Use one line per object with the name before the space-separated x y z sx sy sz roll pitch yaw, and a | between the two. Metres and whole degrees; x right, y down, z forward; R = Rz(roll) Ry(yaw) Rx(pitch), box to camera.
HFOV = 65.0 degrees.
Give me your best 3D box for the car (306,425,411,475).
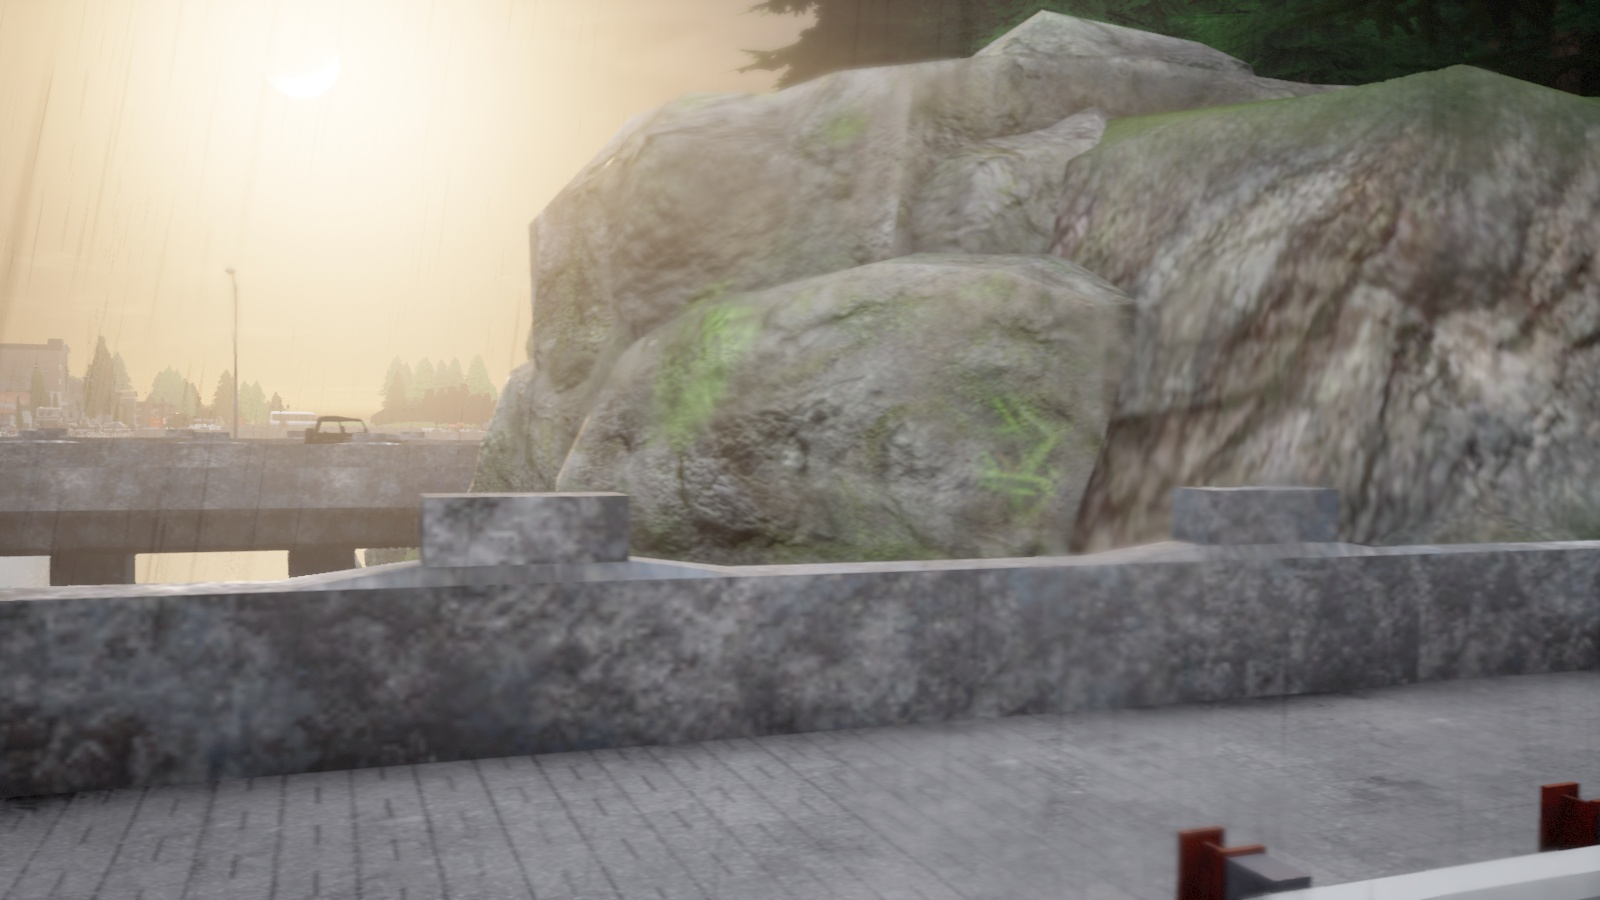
car | -17.580 -0.031 50.043 3.866 1.878 1.905 -1 1 -21
